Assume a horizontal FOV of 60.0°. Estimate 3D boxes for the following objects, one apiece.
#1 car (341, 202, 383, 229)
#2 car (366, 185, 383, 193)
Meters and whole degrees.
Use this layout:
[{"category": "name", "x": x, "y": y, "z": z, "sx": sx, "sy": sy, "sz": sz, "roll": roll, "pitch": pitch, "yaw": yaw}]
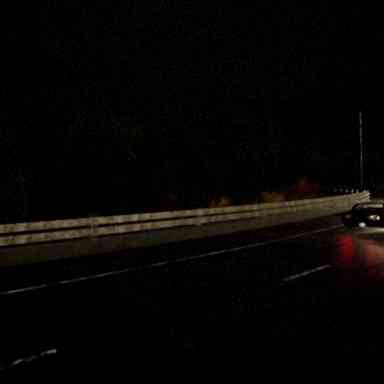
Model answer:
[{"category": "car", "x": 9.355, "y": 1.147, "z": 16.810, "sx": 1.895, "sy": 1.301, "sz": 4.718, "roll": 0, "pitch": 1, "yaw": 44}, {"category": "car", "x": 37.446, "y": -0.627, "z": 68.332, "sx": 2.097, "sy": 1.767, "sz": 4.553, "roll": -1, "pitch": 1, "yaw": 11}]
